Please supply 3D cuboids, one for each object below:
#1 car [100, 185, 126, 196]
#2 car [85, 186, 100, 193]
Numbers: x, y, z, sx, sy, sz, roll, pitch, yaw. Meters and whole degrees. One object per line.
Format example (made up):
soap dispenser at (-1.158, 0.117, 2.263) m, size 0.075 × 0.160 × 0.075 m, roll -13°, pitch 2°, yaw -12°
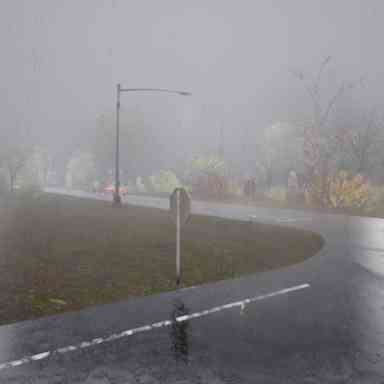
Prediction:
car at (-12.085, -0.387, 52.025) m, size 2.097 × 1.767 × 4.553 m, roll 0°, pitch 2°, yaw -36°
car at (-17.723, -0.449, 59.868) m, size 1.895 × 1.301 × 4.718 m, roll 0°, pitch 2°, yaw -36°
